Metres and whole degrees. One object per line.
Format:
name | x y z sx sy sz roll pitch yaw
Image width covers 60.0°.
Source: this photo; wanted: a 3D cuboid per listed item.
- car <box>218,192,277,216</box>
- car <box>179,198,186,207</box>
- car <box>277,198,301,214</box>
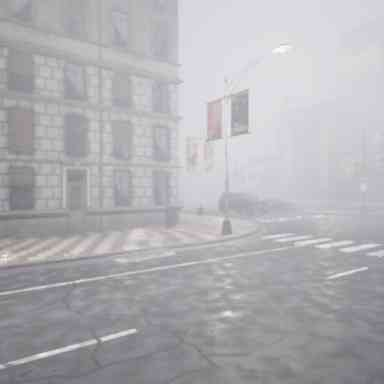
car | 4.799 1.069 31.141 2.150 2.045 5.566 0 0 -35
car | -2.849 1.300 47.909 1.882 1.535 5.008 0 0 -36
car | 8.243 1.315 32.422 2.128 1.511 4.902 0 0 -36
